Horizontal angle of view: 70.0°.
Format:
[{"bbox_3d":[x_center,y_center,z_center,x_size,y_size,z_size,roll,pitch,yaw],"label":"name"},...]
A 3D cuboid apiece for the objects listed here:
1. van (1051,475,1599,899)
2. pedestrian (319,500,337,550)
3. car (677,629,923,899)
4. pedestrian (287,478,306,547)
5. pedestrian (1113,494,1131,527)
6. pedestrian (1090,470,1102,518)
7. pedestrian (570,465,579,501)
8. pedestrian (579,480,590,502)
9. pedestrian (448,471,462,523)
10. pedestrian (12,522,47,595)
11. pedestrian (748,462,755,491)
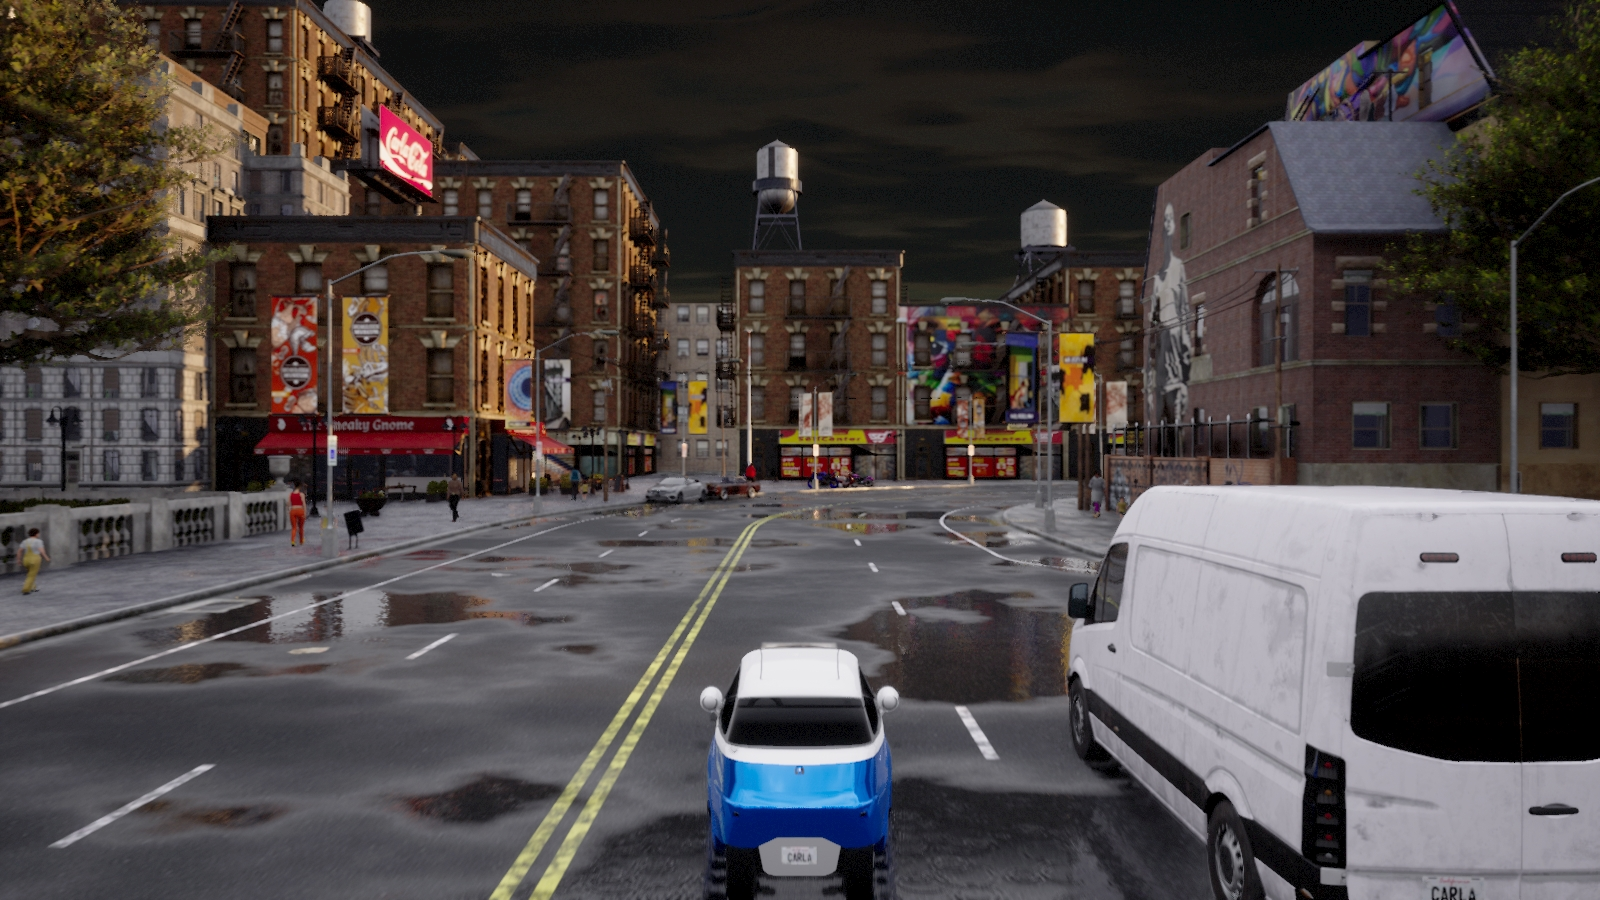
[{"bbox_3d":[3.510,1.533,8.481,1.988,2.561,5.915,0,0,0],"label":"van"},{"bbox_3d":[-12.478,1.974,30.213,0.375,1.300,0.375,0,0,-11],"label":"pedestrian"},{"bbox_3d":[-0.002,2.119,7.980,1.481,1.376,2.207,0,0,0],"label":"car"},{"bbox_3d":[-13.666,1.694,31.015,0.375,1.860,0.375,0,0,-7],"label":"pedestrian"},{"bbox_3d":[11.011,2.072,39.106,0.500,1.100,0.500,0,0,3],"label":"pedestrian"},{"bbox_3d":[11.493,1.692,44.333,0.375,1.860,0.375,0,0,1],"label":"pedestrian"},{"bbox_3d":[-11.640,1.690,59.004,0.375,1.860,0.375,0,0,10],"label":"pedestrian"},{"bbox_3d":[-10.935,2.070,57.943,0.500,1.100,0.500,0,0,-7],"label":"pedestrian"},{"bbox_3d":[-12.483,1.691,41.390,0.375,1.860,0.375,0,0,3],"label":"pedestrian"},{"bbox_3d":[-14.118,1.974,20.939,0.375,1.300,0.375,0,0,5],"label":"pedestrian"},{"bbox_3d":[-3.130,1.688,73.719,0.375,1.860,0.375,0,0,26],"label":"pedestrian"}]
